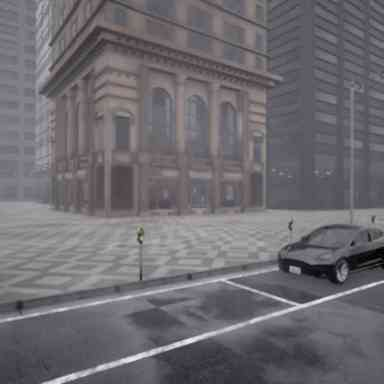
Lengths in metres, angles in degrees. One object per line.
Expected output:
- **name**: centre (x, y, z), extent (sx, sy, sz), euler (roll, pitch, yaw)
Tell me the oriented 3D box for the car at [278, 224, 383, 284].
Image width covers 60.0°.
- **car**: centre (4.422, 1.651, 9.815), extent (4.313, 1.339, 1.947), euler (1, -1, -36)
